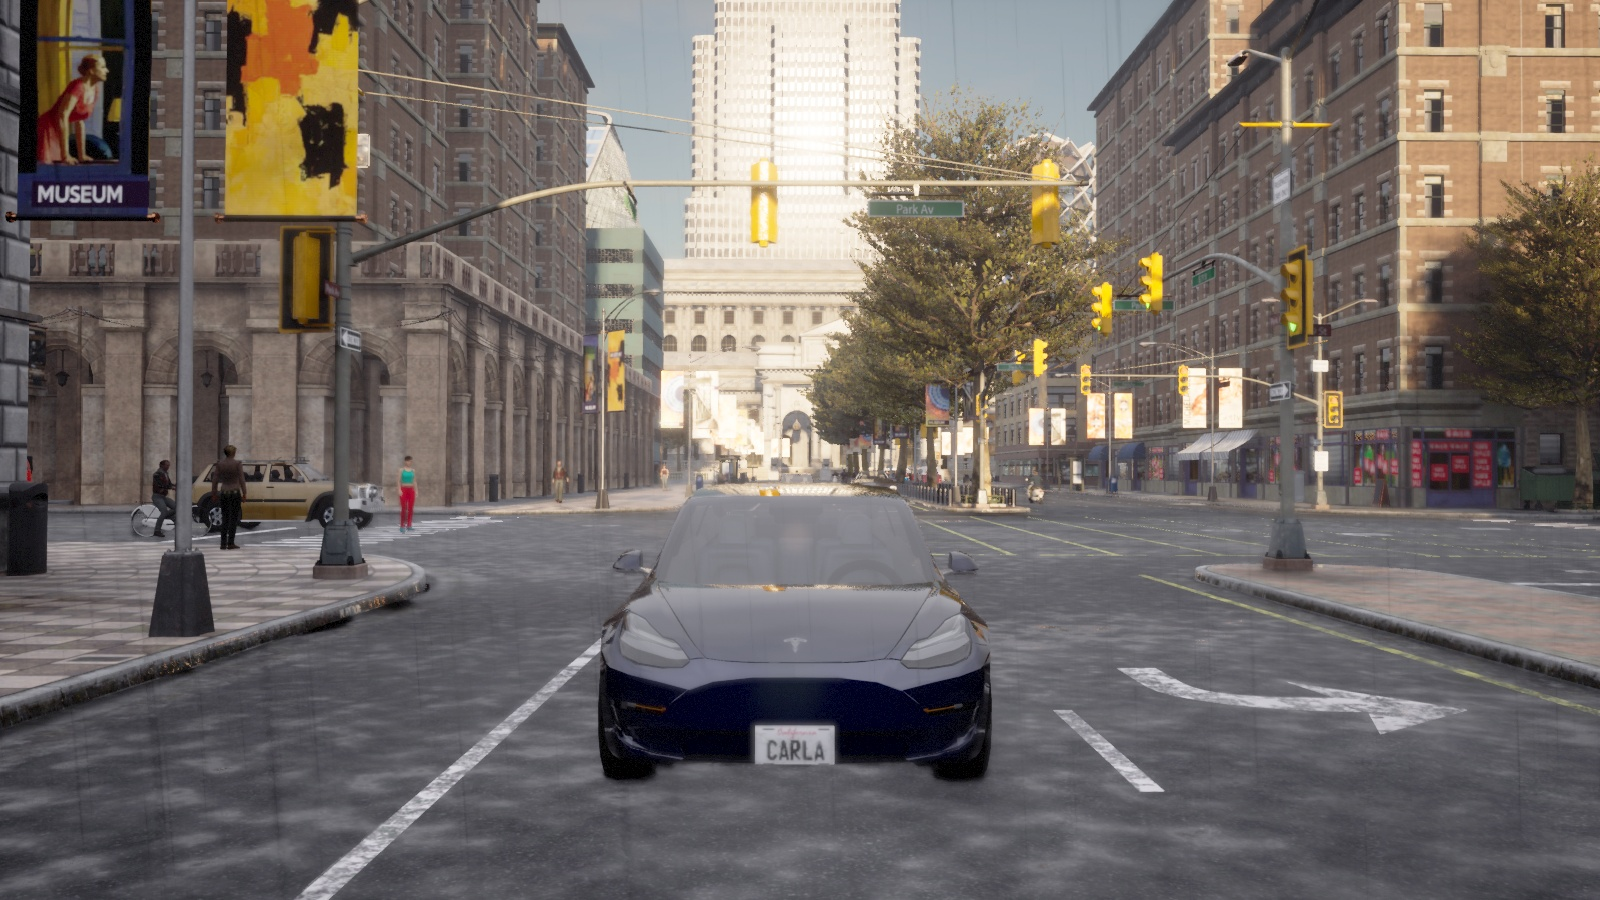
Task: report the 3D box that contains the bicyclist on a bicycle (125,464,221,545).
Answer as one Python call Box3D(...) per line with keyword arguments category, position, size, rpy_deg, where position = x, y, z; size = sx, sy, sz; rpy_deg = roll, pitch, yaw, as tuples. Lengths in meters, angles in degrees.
Box3D(category="bicyclist on a bicycle", position=(-14.120, 1.216, 28.301), size=(1.843, 1.776, 0.659), rpy_deg=(0, -1, 0))

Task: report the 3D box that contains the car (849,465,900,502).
Box3D(category="car", position=(3.435, 1.566, 58.898), size=(2.152, 1.651, 5.027), rpy_deg=(0, -1, 1))

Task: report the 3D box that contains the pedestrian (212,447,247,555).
Box3D(category="pedestrian", position=(-9.950, 0.878, 21.896), size=(0.331, 1.846, 0.634), rpy_deg=(0, -1, -2))

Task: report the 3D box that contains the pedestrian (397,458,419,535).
Box3D(category="pedestrian", position=(-9.540, 1.124, 30.544), size=(0.345, 1.836, 0.594), rpy_deg=(0, -1, -35))

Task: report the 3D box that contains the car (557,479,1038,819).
Box3D(category="car", position=(-0.020, 0.950, 8.059), size=(2.163, 1.488, 4.792), rpy_deg=(0, -1, 0))

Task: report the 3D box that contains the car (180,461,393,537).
Box3D(category="car", position=(-12.935, 1.216, 31.817), size=(4.605, 1.855, 1.932), rpy_deg=(0, -1, 0))

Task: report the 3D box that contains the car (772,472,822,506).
Box3D(category="car", position=(-0.140, 1.785, 57.926), size=(2.163, 1.488, 4.792), rpy_deg=(0, -1, 0))

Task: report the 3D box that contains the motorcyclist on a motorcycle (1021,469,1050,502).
Box3D(category="motorcyclist on a motorcycle", position=(11.613, 1.761, 62.047), size=(0.866, 1.590, 1.817), rpy_deg=(1, -1, -8))

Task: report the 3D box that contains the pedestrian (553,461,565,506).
Box3D(category="pedestrian", position=(-10.117, 1.395, 52.748), size=(0.376, 1.854, 0.720), rpy_deg=(0, -1, 0))
